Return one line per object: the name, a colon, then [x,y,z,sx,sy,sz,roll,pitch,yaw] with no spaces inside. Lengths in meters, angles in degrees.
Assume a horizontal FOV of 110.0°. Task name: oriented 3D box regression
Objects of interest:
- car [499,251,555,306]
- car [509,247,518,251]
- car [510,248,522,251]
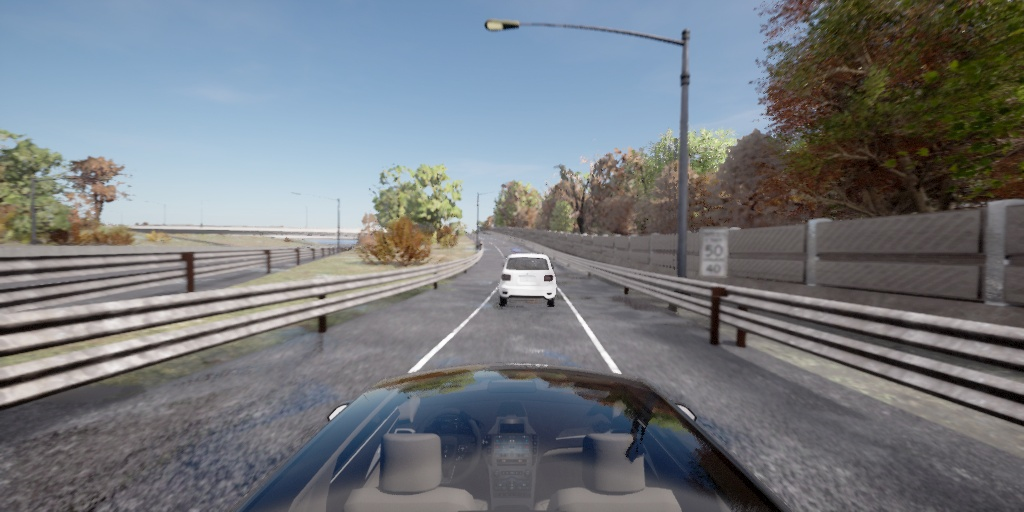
car: [0.675,0.924,15.649,2.150,2.045,5.566,1,1,3]
car: [0.521,-0.514,51.487,1.812,1.442,4.674,1,5,-4]
car: [1.007,0.297,39.852,1.837,1.490,4.892,1,3,-2]
